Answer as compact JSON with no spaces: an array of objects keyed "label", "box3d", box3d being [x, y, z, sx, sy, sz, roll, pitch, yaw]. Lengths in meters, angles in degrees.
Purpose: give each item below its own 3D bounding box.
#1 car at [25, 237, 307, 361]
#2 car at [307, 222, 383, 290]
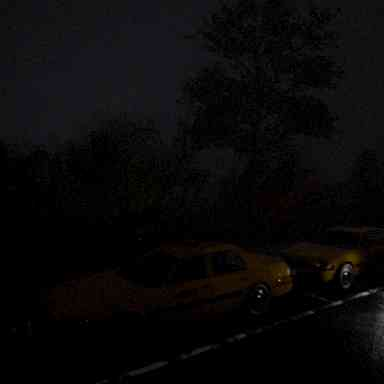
[{"label":"car","box3d":[-0.239,1.529,5.918,4.829,1.417,1.752,0,1,-36]},{"label":"car","box3d":[4.268,1.535,9.134,4.829,1.417,1.752,0,1,-36]}]
